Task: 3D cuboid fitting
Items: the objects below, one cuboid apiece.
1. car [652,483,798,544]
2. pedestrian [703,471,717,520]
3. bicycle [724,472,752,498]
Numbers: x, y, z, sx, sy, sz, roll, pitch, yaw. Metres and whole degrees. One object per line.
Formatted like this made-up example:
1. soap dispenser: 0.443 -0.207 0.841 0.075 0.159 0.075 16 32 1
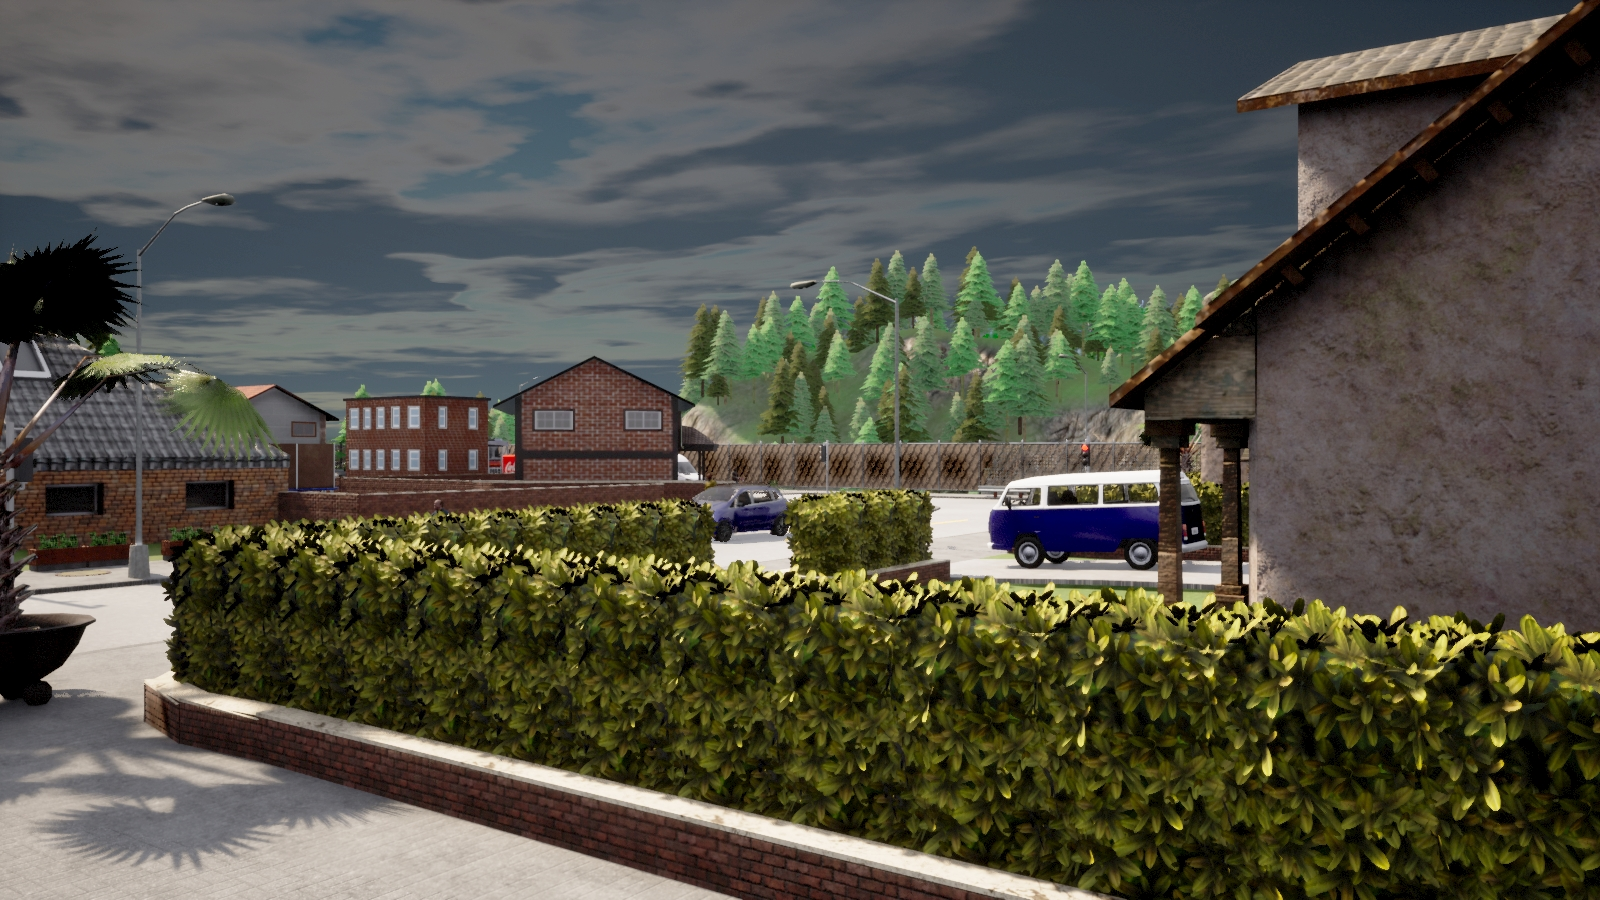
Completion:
1. car: -2.291 1.959 36.257 2.242 1.667 4.611 0 0 35
2. pedestrian: -3.434 1.732 43.614 0.375 1.860 0.375 0 0 42
3. bicycle: -3.643 2.044 67.431 1.835 1.471 0.329 0 0 35
